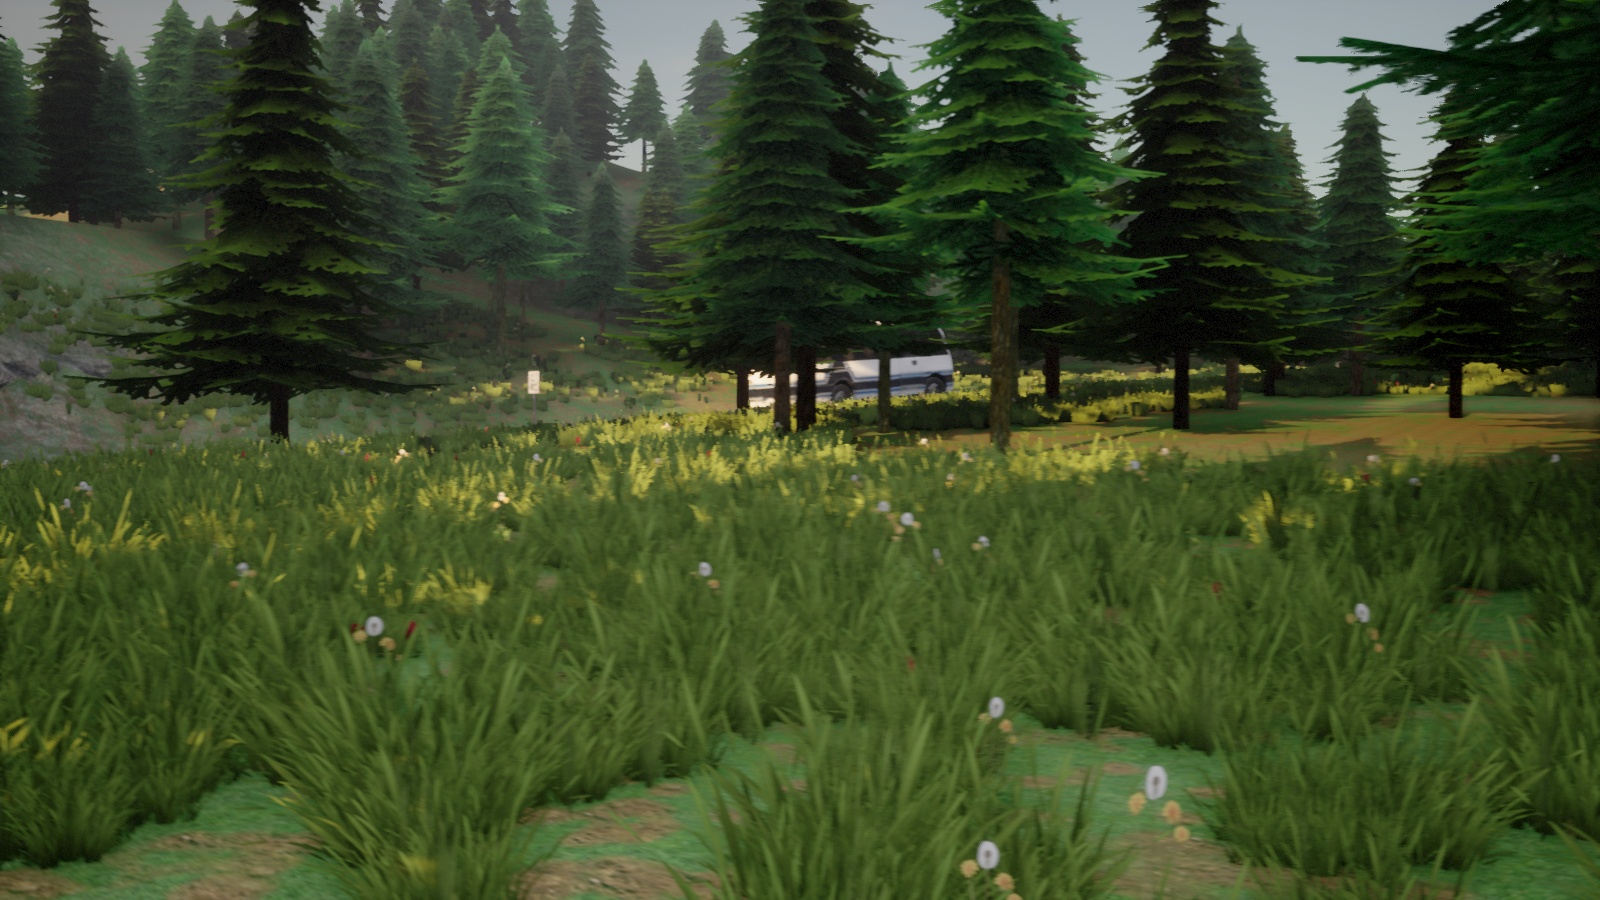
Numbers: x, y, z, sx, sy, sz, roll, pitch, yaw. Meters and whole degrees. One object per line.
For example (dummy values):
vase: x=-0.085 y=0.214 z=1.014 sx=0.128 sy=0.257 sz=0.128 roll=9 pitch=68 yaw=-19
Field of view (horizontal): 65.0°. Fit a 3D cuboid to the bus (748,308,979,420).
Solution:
bus: x=3.086 y=-4.053 z=58.157 sx=10.273 sy=4.253 sz=3.944 roll=-8 pitch=4 yaw=-37
